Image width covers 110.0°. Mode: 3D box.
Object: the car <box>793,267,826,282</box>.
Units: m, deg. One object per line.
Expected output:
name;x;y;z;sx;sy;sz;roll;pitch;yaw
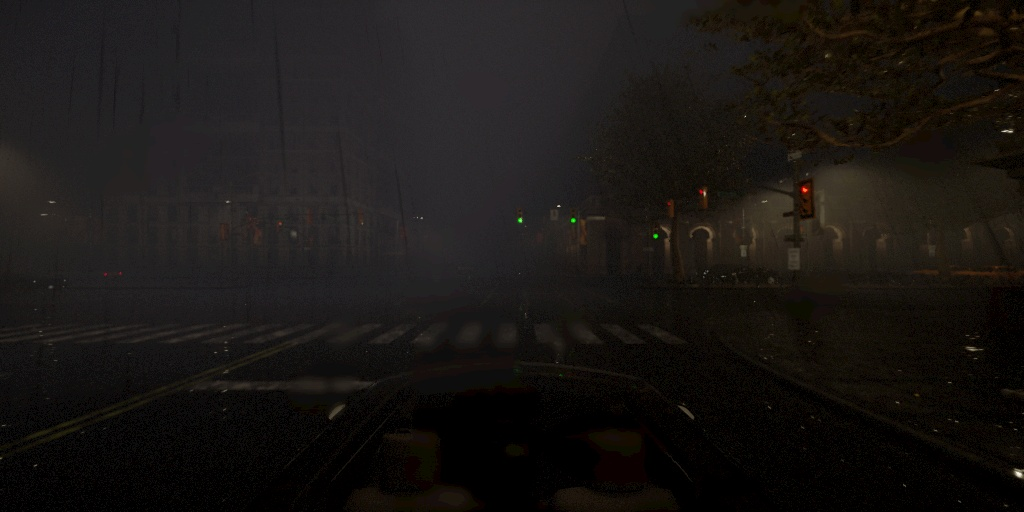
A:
car;29.354;1.723;33.123;4.718;1.301;1.895;0;-1;0

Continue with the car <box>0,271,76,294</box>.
car;-30.305;1.587;21.890;4.718;1.301;1.895;0;-1;1

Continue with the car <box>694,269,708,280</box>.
car;19.414;1.474;33.204;4.553;1.767;2.097;0;-1;0

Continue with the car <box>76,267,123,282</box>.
car;-39.718;1.724;33.644;4.718;1.301;1.895;0;-1;1

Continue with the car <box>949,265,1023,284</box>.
car;39.491;1.558;29.535;5.008;1.535;1.882;0;-1;1

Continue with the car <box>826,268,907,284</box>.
car;29.346;1.681;29.623;4.718;1.301;1.895;0;-1;1

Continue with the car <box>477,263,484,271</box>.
car;-6.888;2.041;64.897;2.033;1.411;5.357;0;-1;1

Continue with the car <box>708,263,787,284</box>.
car;19.398;1.586;29.700;4.892;1.490;1.837;0;-1;1

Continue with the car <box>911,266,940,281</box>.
car;39.817;1.599;33.032;5.008;1.535;1.882;0;-1;1

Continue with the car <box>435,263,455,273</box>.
car;-10.480;1.909;55.575;1.812;1.442;4.674;0;-1;0

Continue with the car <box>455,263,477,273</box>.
car;-6.985;1.978;55.045;1.895;1.301;4.718;0;-1;0
